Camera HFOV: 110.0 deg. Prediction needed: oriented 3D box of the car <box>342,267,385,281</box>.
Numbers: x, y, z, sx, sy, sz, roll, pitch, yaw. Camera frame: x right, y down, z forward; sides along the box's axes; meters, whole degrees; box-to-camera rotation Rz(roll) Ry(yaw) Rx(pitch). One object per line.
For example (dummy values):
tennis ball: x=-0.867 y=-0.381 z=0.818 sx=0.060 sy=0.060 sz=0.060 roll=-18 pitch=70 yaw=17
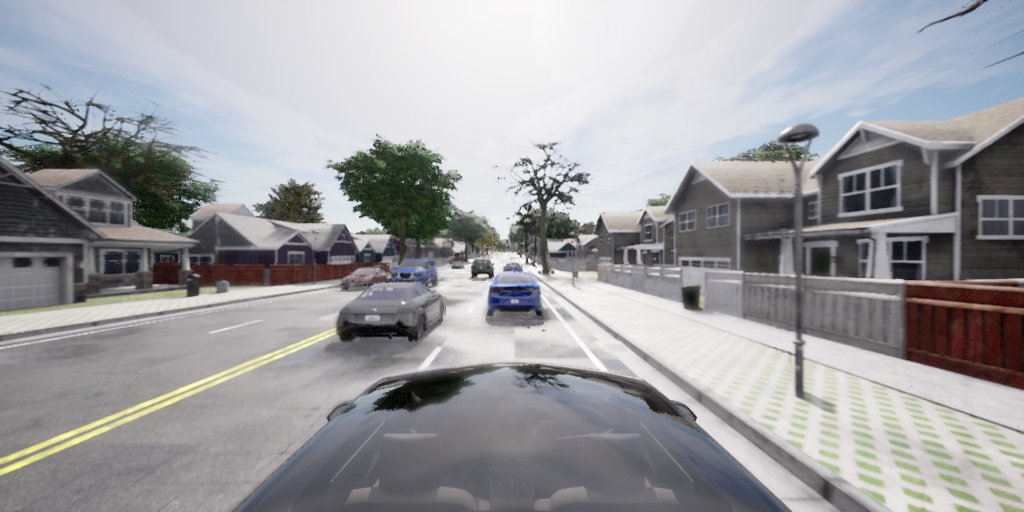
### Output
car: x=-9.848 y=1.496 z=24.422 sx=1.812 sy=1.442 sz=4.674 roll=0 pitch=-1 yaw=0

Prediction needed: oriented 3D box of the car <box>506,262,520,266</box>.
car: x=0.104 y=1.457 z=38.671 sx=2.097 sy=1.767 sz=4.553 roll=0 pitch=0 yaw=0

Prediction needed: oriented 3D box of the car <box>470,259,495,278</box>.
car: x=-3.145 y=1.329 z=39.099 sx=2.150 sy=2.045 sz=5.566 roll=0 pitch=-1 yaw=0

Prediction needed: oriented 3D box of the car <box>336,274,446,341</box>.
car: x=-3.157 y=1.392 z=10.135 sx=1.994 sy=1.385 sz=4.181 roll=0 pitch=0 yaw=0

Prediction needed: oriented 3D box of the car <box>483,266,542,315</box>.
car: x=0.096 y=1.343 z=14.122 sx=1.882 sy=1.535 sz=5.008 roll=0 pitch=0 yaw=0

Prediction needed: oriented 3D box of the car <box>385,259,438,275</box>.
car: x=-6.598 y=1.196 z=24.863 sx=2.150 sy=2.045 sz=5.566 roll=0 pitch=-1 yaw=0
